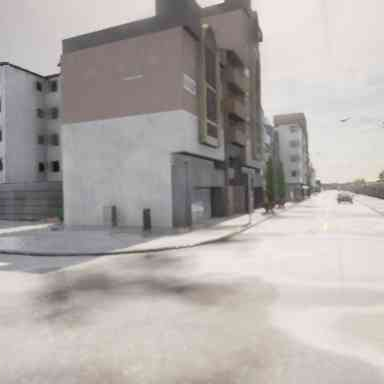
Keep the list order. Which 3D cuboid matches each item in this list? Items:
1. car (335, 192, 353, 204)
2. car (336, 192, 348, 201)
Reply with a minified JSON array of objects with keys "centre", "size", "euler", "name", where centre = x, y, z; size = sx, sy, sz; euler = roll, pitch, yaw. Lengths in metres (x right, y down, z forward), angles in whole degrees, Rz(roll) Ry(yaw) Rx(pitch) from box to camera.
[{"centre":[21.452,0.894,46.665],"size":[1.812,1.442,4.674],"euler":[-1,0,23],"name":"car"},{"centre":[25.923,0.759,57.510],"size":[1.812,1.442,4.674],"euler":[-1,0,23],"name":"car"}]
